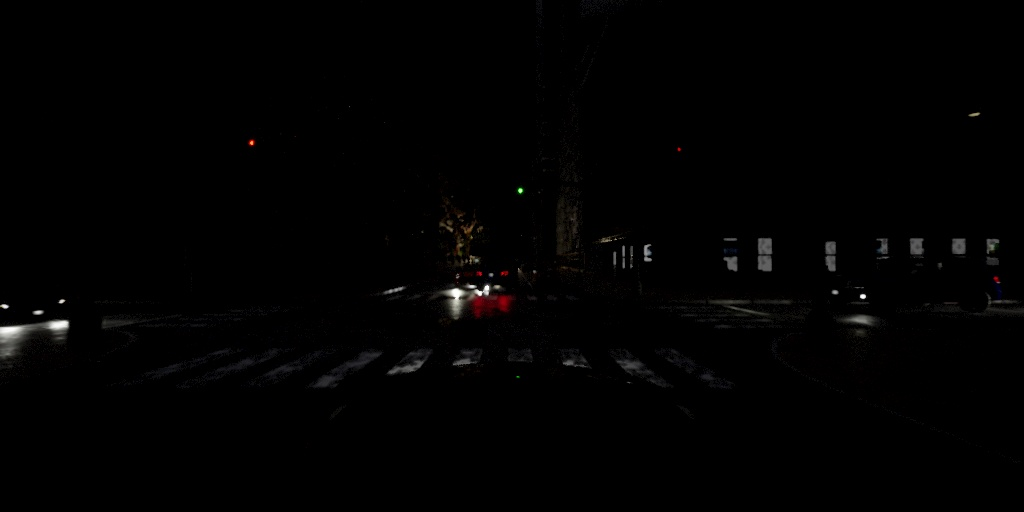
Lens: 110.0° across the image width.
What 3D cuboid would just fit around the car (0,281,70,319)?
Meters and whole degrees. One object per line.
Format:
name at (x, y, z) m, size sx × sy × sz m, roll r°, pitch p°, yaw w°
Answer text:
car at (-18.213, 1.476, 11.850) m, size 5.357 × 1.411 × 2.033 m, roll 0°, pitch -1°, yaw 1°

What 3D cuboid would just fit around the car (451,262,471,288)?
car at (-3.095, 1.444, 27.485) m, size 2.097 × 1.767 × 4.553 m, roll 0°, pitch -1°, yaw 0°

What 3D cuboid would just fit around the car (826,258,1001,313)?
car at (15.714, 1.091, 14.338) m, size 5.566 × 2.045 × 2.150 m, roll 0°, pitch -1°, yaw 1°

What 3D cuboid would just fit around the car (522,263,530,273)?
car at (2.700, 2.041, 56.700) m, size 1.948 × 1.339 × 4.313 m, roll 0°, pitch 0°, yaw 0°

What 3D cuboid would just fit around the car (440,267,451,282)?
car at (-5.684, 1.724, 33.976) m, size 1.888 × 1.381 × 4.507 m, roll 0°, pitch 0°, yaw 0°

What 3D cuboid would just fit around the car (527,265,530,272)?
car at (2.696, 1.744, 33.977) m, size 1.948 × 1.339 × 4.313 m, roll 0°, pitch 0°, yaw 0°

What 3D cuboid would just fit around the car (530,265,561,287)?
car at (2.696, 1.542, 28.297) m, size 1.967 × 1.591 × 4.097 m, roll 0°, pitch 0°, yaw 0°

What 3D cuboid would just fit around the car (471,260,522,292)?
car at (-0.881, 1.271, 24.275) m, size 2.150 × 2.045 × 5.566 m, roll 0°, pitch -1°, yaw 8°
